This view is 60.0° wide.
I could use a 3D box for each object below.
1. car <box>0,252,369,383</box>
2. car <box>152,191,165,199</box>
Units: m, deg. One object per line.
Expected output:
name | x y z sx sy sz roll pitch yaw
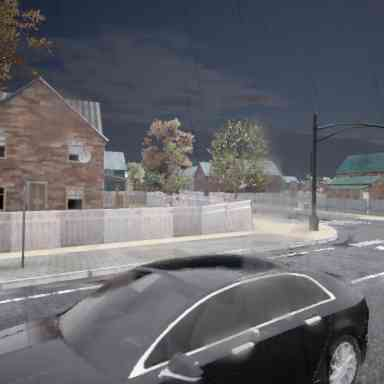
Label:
car | -0.029 1.515 3.520 4.892 1.490 1.837 0 0 -35
car | -6.225 0.639 61.693 1.812 1.442 4.674 1 1 -20
